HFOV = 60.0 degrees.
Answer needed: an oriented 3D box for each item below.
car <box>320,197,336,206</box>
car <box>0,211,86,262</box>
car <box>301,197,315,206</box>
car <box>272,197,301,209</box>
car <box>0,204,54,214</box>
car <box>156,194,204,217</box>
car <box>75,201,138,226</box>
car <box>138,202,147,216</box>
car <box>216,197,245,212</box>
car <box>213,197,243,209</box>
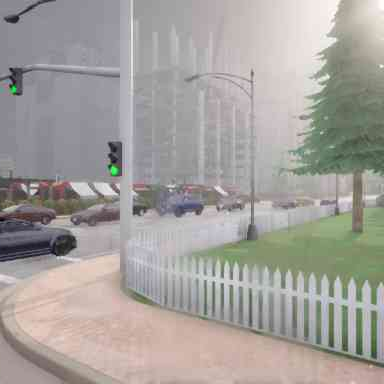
[{"bbox_3d":[21.082,1.526,51.258,1.812,1.442,4.674,0,0,34],"label":"car"},{"bbox_3d":[-6.007,1.564,11.060,1.994,1.385,4.181,0,0,34],"label":"car"},{"bbox_3d":[18.251,1.478,53.319,1.882,1.535,5.008,0,0,34],"label":"car"},{"bbox_3d":[12.454,1.547,44.709,2.033,1.411,5.357,0,0,34],"label":"car"},{"bbox_3d":[-11.405,1.526,22.152,1.812,1.442,4.674,0,0,36],"label":"car"},{"bbox_3d":[-0.982,1.221,31.365,2.150,2.045,5.566,0,0,34],"label":"car"},{"bbox_3d":[-6.290,1.526,23.444,1.812,1.442,4.674,0,0,34],"label":"car"},{"bbox_3d":[-6.188,1.478,29.900,1.882,1.535,5.008,0,0,34],"label":"car"},{"bbox_3d":[4.650,1.492,39.707,2.128,1.511,4.902,0,0,34],"label":"car"},{"bbox_3d":[5.162,1.492,46.685,2.128,1.511,4.902,0,0,34],"label":"car"}]
